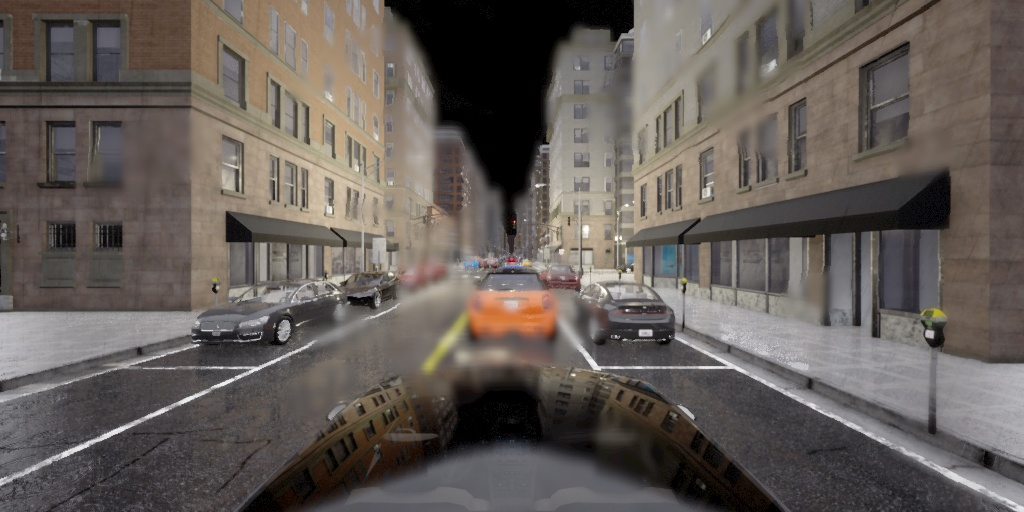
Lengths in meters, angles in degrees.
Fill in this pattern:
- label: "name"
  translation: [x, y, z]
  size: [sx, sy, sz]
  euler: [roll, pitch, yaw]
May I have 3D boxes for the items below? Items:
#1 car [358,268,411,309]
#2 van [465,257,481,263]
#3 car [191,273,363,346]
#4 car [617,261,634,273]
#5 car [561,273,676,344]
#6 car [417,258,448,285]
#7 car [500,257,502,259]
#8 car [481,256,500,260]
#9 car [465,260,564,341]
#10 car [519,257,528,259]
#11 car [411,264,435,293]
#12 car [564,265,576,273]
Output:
- label: "car"
  translation: [-5.865, 1.313, 14.823]
  size: [1.948, 1.339, 4.313]
  euler: [0, 0, 0]
- label: "van"
  translation: [-5.892, 1.076, 52.818]
  size: [1.690, 1.789, 3.998]
  euler: [0, 0, 0]
- label: "car"
  translation: [-5.861, 1.299, 9.299]
  size: [2.007, 1.370, 4.403]
  euler: [0, 0, 0]
- label: "car"
  translation: [14.539, 1.236, 41.011]
  size: [4.892, 1.490, 1.837]
  euler: [0, 0, 1]
- label: "car"
  translation: [2.665, 1.299, 9.328]
  size: [2.007, 1.370, 4.403]
  euler: [0, 0, 0]
- label: "car"
  translation: [-5.873, 1.059, 25.870]
  size: [2.192, 1.841, 5.009]
  euler: [0, 0, 0]
- label: "car"
  translation: [-3.109, 1.257, 62.745]
  size: [1.812, 1.442, 4.674]
  euler: [0, 0, 0]
- label: "car"
  translation: [-3.121, 1.212, 53.402]
  size: [1.882, 1.535, 5.008]
  euler: [0, 0, 0]
- label: "car"
  translation: [0.014, 1.101, 9.987]
  size: [2.097, 1.767, 4.553]
  euler: [0, 0, 0]
- label: "car"
  translation: [2.626, 1.256, 64.209]
  size: [1.751, 1.417, 4.829]
  euler: [0, 0, 0]
- label: "car"
  translation: [-5.869, 1.328, 20.347]
  size: [1.802, 1.307, 4.207]
  euler: [0, 0, 0]
- label: "car"
  translation: [2.657, 1.186, 20.378]
  size: [1.967, 1.591, 4.097]
  euler: [0, 0, 0]
